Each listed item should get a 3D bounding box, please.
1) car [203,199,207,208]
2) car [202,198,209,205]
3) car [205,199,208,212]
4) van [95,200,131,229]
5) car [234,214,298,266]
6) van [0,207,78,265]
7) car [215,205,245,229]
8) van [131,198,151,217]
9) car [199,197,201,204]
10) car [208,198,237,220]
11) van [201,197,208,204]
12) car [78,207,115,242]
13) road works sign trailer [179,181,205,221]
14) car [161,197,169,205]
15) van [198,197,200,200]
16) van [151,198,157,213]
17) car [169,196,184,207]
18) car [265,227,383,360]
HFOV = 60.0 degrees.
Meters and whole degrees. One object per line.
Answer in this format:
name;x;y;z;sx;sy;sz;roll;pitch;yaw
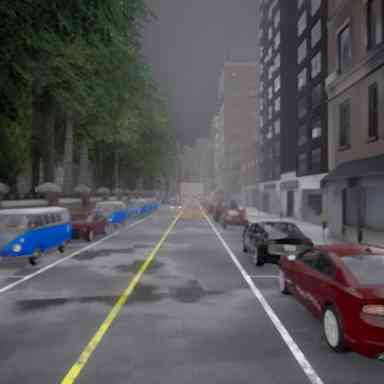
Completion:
car;2.876;2.007;45.749;1.802;1.307;4.206;0;0;0
car;2.878;2.054;51.410;1.802;1.307;4.206;0;0;0
car;2.873;1.922;40.089;1.887;1.381;4.507;0;0;0
van;-5.661;1.566;23.097;1.690;1.788;3.998;0;-1;0
car;2.859;1.684;11.787;1.947;1.339;4.313;0;-1;0
van;-5.667;1.459;11.782;1.690;1.788;3.998;0;-1;0
car;2.865;1.807;23.108;1.802;1.307;4.206;0;-1;0
van;-5.656;1.669;34.412;1.690;1.788;3.998;0;-1;0
car;2.883;2.108;62.731;1.887;1.381;4.507;0;0;0
car;2.866;1.592;28.771;2.192;1.841;5.009;0;-1;0
van;2.880;1.859;57.072;1.690;1.788;3.998;0;0;0
car;-5.663;1.717;17.437;1.887;1.381;4.507;0;-1;0
road works sign trailer;0.014;0.759;30.734;2.380;3.560;2.880;0;-1;0
car;-5.637;1.966;74.017;2.192;1.841;5.009;0;0;0
van;2.888;1.992;74.053;1.690;1.788;3.998;0;0;0
van;-5.653;1.718;40.070;1.690;1.788;3.998;0;0;0
car;-2.991;2.083;64.982;1.837;1.490;4.892;0;0;1
car;2.857;1.607;6.128;1.887;1.381;4.507;0;-1;0
